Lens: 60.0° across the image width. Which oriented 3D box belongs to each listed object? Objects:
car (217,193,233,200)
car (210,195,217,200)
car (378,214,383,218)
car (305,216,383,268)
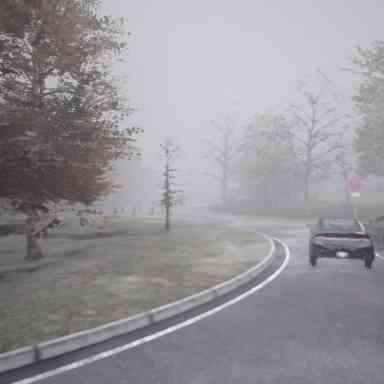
[{"bbox_3d":[9.208,1.467,92.730,1.882,1.535,5.008,0,1,17],"label":"car"},{"bbox_3d":[6.429,1.558,94.720,1.837,1.490,4.892,0,1,17],"label":"car"},{"bbox_3d":[9.029,1.683,14.720,1.812,1.442,4.674,0,-1,9],"label":"car"},{"bbox_3d":[5.183,1.626,11.963,2.128,1.511,4.902,0,-1,20],"label":"car"}]
